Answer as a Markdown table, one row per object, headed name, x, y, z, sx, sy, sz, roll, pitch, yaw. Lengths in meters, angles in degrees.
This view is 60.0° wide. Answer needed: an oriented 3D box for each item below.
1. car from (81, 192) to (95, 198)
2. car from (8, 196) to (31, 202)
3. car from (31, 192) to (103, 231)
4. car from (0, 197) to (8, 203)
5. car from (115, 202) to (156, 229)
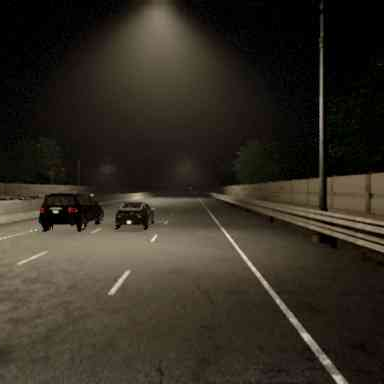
| name | x | y | z | sx | sy | sz | roll | pitch | yaw |
| --- | --- | --- | --- | --- | --- | --- | --- | --- | --- |
| car | -24.513 | 0.646 | 78.590 | 1.812 | 1.442 | 4.674 | 0 | 0 | 0 |
| car | -17.601 | 1.230 | 36.567 | 2.128 | 1.511 | 4.902 | 0 | 0 | 0 |
| car | -6.902 | 1.084 | 19.518 | 2.150 | 2.045 | 5.566 | 0 | 0 | 0 |
| car | -21.099 | 1.258 | 37.409 | 1.812 | 1.442 | 4.674 | 0 | 0 | 0 |
| car | -3.403 | 1.362 | 20.396 | 1.837 | 1.490 | 4.892 | 0 | 0 | 0 |
